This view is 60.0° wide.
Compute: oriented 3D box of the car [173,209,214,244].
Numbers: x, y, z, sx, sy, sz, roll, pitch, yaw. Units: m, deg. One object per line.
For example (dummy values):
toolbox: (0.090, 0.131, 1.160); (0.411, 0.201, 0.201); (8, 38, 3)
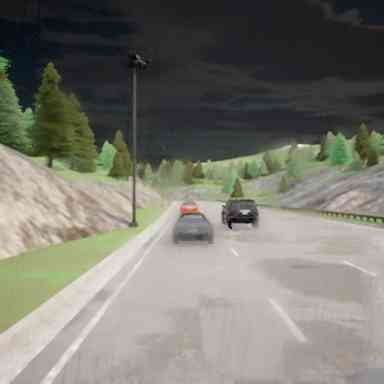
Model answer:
car: (0.049, 1.791, 17.237); (1.994, 1.385, 4.181); (0, -1, 0)

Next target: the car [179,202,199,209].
car: (-0.303, 1.833, 36.871); (2.097, 1.767, 4.553); (0, -1, -2)

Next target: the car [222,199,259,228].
car: (3.502, 1.546, 24.802); (2.150, 2.045, 5.566); (0, -1, -1)
